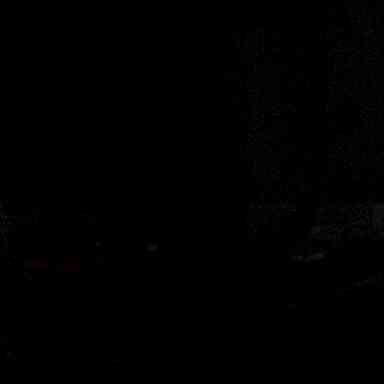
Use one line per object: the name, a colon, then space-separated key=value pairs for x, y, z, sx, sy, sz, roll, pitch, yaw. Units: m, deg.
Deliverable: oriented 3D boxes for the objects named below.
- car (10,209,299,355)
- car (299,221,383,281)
car: x=-0.533 y=1.292 z=6.255 sx=5.009 sy=1.841 sz=2.192 roll=-1 pitch=0 yaw=-35
car: x=4.100 y=1.516 z=9.540 sx=4.206 sy=1.307 sz=1.802 roll=-1 pitch=0 yaw=-35
